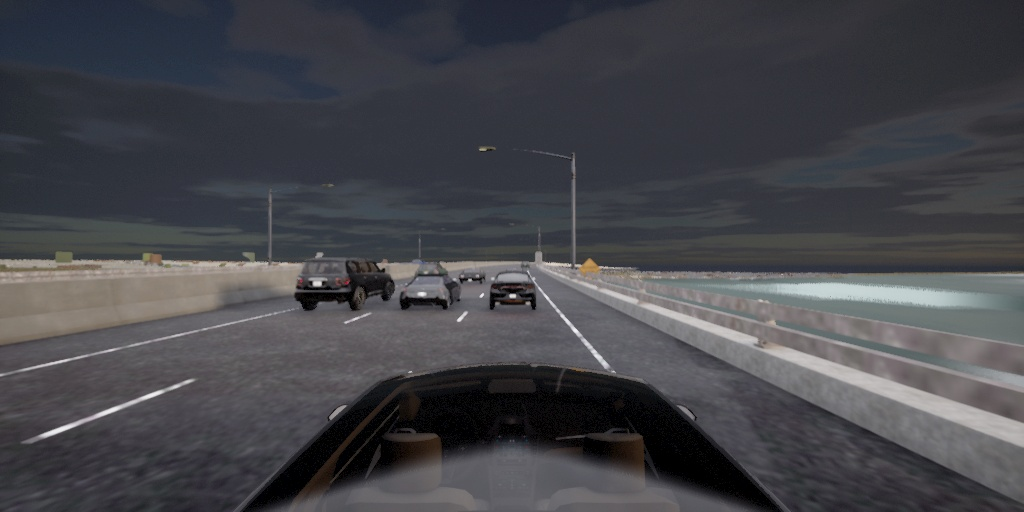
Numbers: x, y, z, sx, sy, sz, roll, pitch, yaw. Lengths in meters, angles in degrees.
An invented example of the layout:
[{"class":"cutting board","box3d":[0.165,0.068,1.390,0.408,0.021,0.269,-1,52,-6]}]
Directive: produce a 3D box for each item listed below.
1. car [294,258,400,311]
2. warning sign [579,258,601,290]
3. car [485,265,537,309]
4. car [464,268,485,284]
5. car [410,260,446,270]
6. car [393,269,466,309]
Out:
[{"class":"car","box3d":[-6.954,1.106,15.529,2.150,2.045,5.566,0,0,0]},{"class":"warning sign","box3d":[4.648,1.064,21.354,1.300,1.860,1.060,0,0,1]},{"class":"car","box3d":[0.055,1.371,15.935,1.882,1.535,5.008,0,0,1]},{"class":"car","box3d":[-3.277,1.649,30.538,1.895,1.301,4.718,0,-1,1]},{"class":"car","box3d":[-6.777,1.399,30.559,2.097,1.767,4.553,0,-1,1]},{"class":"car","box3d":[-3.447,1.456,15.801,1.994,1.385,4.181,0,-1,1]}]
